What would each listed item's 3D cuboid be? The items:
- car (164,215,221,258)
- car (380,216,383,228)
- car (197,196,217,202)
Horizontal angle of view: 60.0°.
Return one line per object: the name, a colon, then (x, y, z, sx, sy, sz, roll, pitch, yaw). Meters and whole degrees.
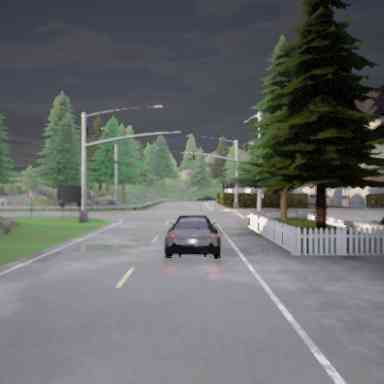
car: (0.040, 1.569, 12.829, 1.994, 1.385, 4.181, 0, 0, 1)
car: (11.026, 1.320, 16.173, 1.905, 1.878, 3.866, 0, 0, -1)
car: (3.650, 1.553, 78.823, 5.357, 1.411, 2.033, 0, 0, -38)
